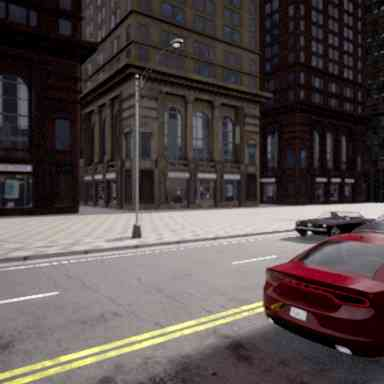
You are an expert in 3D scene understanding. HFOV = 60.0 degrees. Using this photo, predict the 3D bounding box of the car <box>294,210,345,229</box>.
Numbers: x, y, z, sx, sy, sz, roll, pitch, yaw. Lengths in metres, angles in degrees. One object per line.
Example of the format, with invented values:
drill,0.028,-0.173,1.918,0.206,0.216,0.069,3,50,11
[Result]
car,7.322,1.605,16.895,4.718,1.301,1.895,0,0,-35

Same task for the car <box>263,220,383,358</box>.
car,3.439,1.478,5.893,5.008,1.535,1.882,0,0,-35

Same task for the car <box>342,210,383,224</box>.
car,8.874,1.551,14.008,5.357,1.411,2.033,0,0,-36
